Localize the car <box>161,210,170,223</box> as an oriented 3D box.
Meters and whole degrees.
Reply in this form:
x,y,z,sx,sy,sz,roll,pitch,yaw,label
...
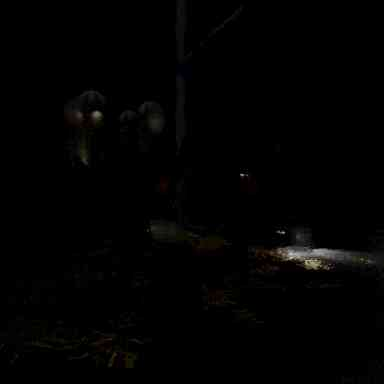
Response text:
x,y,z,sx,sy,sz,roll,pitch,yaw,label
-3.316,1.565,24.033,1.994,1.385,4.181,0,0,-36,car

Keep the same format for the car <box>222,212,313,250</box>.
x,y,z,sx,sy,sz,roll,pitch,yaw,label
3.131,1.564,14.514,1.994,1.385,4.181,0,0,-31,car
